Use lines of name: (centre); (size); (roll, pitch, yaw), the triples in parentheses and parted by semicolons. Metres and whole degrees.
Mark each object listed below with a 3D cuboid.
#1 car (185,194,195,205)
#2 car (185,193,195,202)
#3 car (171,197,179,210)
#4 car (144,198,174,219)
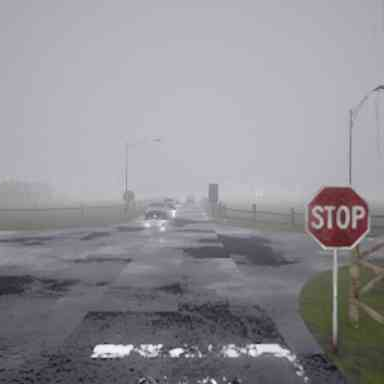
car: (-0.297, 1.555, 60.967); (2.033, 1.411, 5.357); (0, 0, 0)
car: (-0.349, 1.195, 71.355); (2.097, 1.767, 4.553); (0, 0, 0)
car: (-3.055, 1.510, 43.266); (1.837, 1.490, 4.892); (0, 0, 0)
car: (-2.990, 1.552, 29.334); (2.033, 1.411, 5.357); (0, 0, 0)
